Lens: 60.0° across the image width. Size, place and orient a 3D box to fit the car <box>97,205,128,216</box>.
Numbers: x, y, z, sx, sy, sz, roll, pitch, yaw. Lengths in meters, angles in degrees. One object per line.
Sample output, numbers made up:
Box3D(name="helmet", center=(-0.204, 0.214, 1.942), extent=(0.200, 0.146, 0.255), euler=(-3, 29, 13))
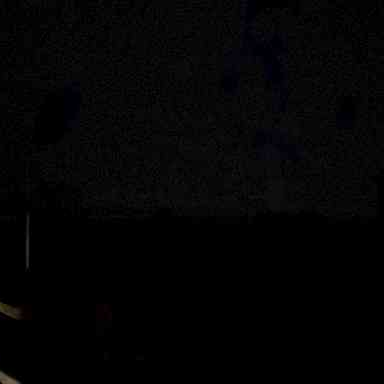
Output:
Box3D(name="car", center=(-11.483, 2.658, 48.417), extent=(1.837, 1.490, 4.892), euler=(0, -2, 36))
